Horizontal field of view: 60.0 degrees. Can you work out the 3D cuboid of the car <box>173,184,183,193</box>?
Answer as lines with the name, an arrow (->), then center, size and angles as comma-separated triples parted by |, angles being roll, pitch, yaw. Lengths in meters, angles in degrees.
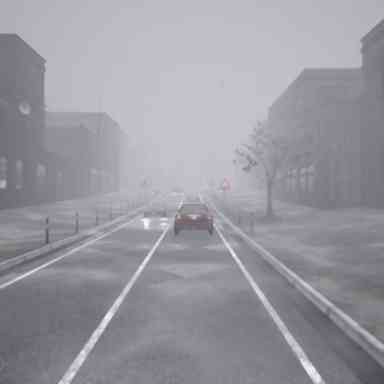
car -> -2.935, -0.766, 70.399 | 2.097, 1.767, 4.553 | 0, 3, 1

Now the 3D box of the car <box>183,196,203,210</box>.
car -> 0.088, 1.160, 37.238 | 2.033, 1.411, 5.357 | 0, 1, -1

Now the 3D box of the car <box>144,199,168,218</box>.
car -> -3.096, 1.391, 29.282 | 1.812, 1.442, 4.674 | 0, 1, 0

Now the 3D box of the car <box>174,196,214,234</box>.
car -> 0.096, 1.342, 19.330 | 2.097, 1.767, 4.553 | 0, 0, 0
